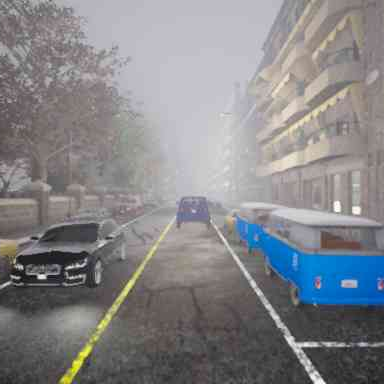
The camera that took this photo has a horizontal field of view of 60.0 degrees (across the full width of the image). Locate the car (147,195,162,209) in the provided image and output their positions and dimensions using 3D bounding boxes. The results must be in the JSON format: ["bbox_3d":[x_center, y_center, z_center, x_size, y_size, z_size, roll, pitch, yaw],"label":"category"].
[{"bbox_3d":[-5.679,1.552,46.225,1.947,1.339,4.313,1,0,0],"label":"car"}]

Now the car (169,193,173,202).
[{"bbox_3d":[-5.680,1.523,73.842,1.887,1.381,4.507,1,0,0],"label":"car"}]

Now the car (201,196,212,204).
[{"bbox_3d":[2.701,1.526,62.794,1.887,1.381,4.507,1,0,0],"label":"car"}]

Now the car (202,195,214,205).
[{"bbox_3d":[2.703,1.423,57.272,1.967,1.590,4.097,1,0,0],"label":"car"}]

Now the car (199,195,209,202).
[{"bbox_3d":[2.702,1.418,73.842,1.967,1.590,4.097,1,0,0],"label":"car"}]

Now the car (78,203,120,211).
[{"bbox_3d":[-5.677,1.545,18.607,2.008,1.369,4.403,1,0,0],"label":"car"}]

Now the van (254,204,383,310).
[{"bbox_3d":[2.707,1.339,7.561,1.690,1.788,3.998,1,0,0],"label":"van"}]

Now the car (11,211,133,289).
[{"bbox_3d":[-3.099,1.502,9.301,1.837,1.490,4.892,0,0,0],"label":"car"}]

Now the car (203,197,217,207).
[{"bbox_3d":[2.701,1.550,51.749,1.947,1.339,4.313,1,0,0],"label":"car"}]

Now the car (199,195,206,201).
[{"bbox_3d":[2.699,1.501,85.059,1.752,1.417,4.829,1,0,0],"label":"car"}]

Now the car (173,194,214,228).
[{"bbox_3d":[0.099,1.215,22.347,2.150,2.045,5.566,0,0,0],"label":"car"}]

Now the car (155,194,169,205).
[{"bbox_3d":[-5.675,1.298,57.272,2.192,1.841,5.009,1,0,0],"label":"car"}]

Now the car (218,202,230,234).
[{"bbox_3d":[2.703,1.520,18.777,1.752,1.417,4.829,1,0,0],"label":"car"}]

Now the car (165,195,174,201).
[{"bbox_3d":[-5.681,1.520,84.889,1.887,1.381,4.507,1,0,0],"label":"car"}]

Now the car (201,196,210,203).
[{"bbox_3d":[2.700,1.505,68.488,1.752,1.417,4.829,1,0,0],"label":"car"}]

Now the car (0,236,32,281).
[{"bbox_3d":[-5.677,1.523,7.391,1.752,1.417,4.829,1,0,0],"label":"car"}]

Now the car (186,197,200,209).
[{"bbox_3d":[0.096,1.512,45.480,1.812,1.442,4.674,0,0,0],"label":"car"}]

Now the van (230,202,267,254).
[{"bbox_3d":[2.707,1.337,13.084,1.690,1.788,3.998,1,0,0],"label":"van"}]

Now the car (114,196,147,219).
[{"bbox_3d":[-5.673,1.306,29.654,2.192,1.841,5.009,1,0,0],"label":"car"}]

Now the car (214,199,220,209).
[{"bbox_3d":[2.701,1.554,40.701,1.947,1.339,4.313,1,0,0],"label":"car"}]
